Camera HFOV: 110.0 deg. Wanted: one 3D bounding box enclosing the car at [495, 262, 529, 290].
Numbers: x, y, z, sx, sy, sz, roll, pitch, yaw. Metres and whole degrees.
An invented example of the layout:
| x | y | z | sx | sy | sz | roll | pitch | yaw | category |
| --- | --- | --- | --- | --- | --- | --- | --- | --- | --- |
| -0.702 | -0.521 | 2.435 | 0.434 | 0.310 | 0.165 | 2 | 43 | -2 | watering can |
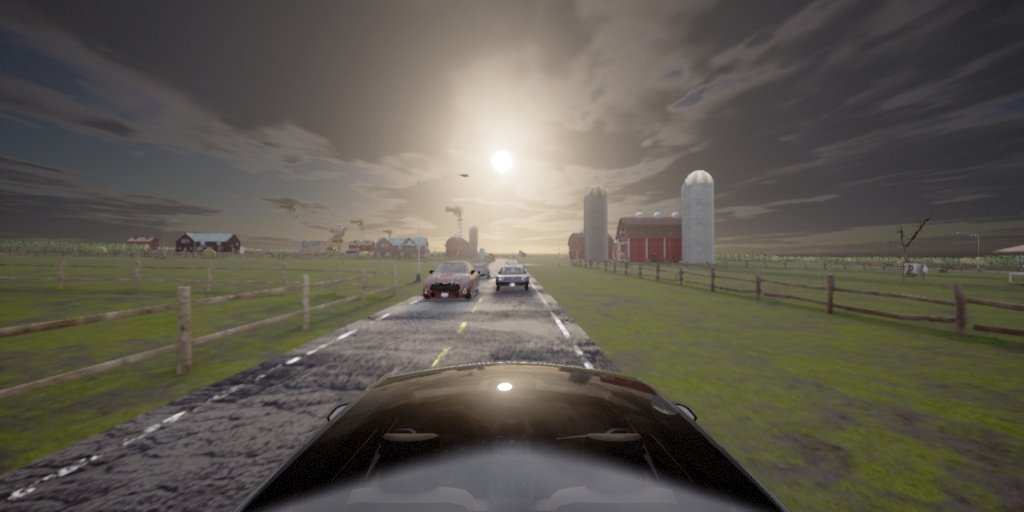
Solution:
| x | y | z | sx | sy | sz | roll | pitch | yaw | category |
| --- | --- | --- | --- | --- | --- | --- | --- | --- | --- |
| 0.036 | 1.255 | 21.509 | 1.895 | 1.301 | 4.718 | 0 | 0 | 1 | car |

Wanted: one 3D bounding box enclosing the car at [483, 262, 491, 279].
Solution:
| x | y | z | sx | sy | sz | roll | pitch | yaw | category |
| --- | --- | --- | --- | --- | --- | --- | --- | --- | --- |
| -2.810 | 1.177 | 30.309 | 1.994 | 1.385 | 4.181 | 0 | 0 | 1 | car |

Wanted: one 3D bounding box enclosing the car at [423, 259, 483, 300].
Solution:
| x | y | z | sx | sy | sz | roll | pitch | yaw | category |
| --- | --- | --- | --- | --- | --- | --- | --- | --- | --- |
| -2.797 | 1.026 | 17.252 | 2.097 | 1.767 | 4.553 | 0 | 0 | 1 | car |

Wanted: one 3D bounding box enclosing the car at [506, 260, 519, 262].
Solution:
| x | y | z | sx | sy | sz | roll | pitch | yaw | category |
| --- | --- | --- | --- | --- | --- | --- | --- | --- | --- |
| 0.081 | 1.160 | 41.603 | 1.895 | 1.301 | 4.718 | 0 | 0 | 0 | car |
